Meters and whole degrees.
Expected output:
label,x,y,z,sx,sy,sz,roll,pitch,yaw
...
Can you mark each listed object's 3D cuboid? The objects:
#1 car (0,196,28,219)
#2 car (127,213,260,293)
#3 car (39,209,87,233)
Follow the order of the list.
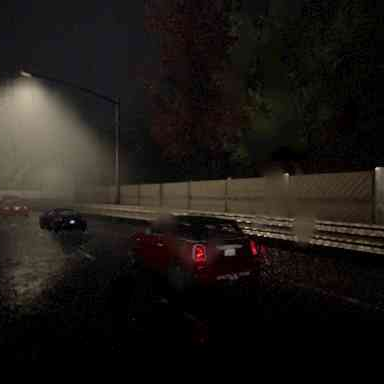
label,x,y,z,sx,sy,sz,roll,pitch,yaw
car,-17.692,1.601,32.621,2.097,1.767,4.553,0,0,-40
car,-0.222,1.429,9.493,2.097,1.767,4.553,0,-1,-31
car,-8.180,1.726,20.872,1.994,1.385,4.181,0,-1,-38
